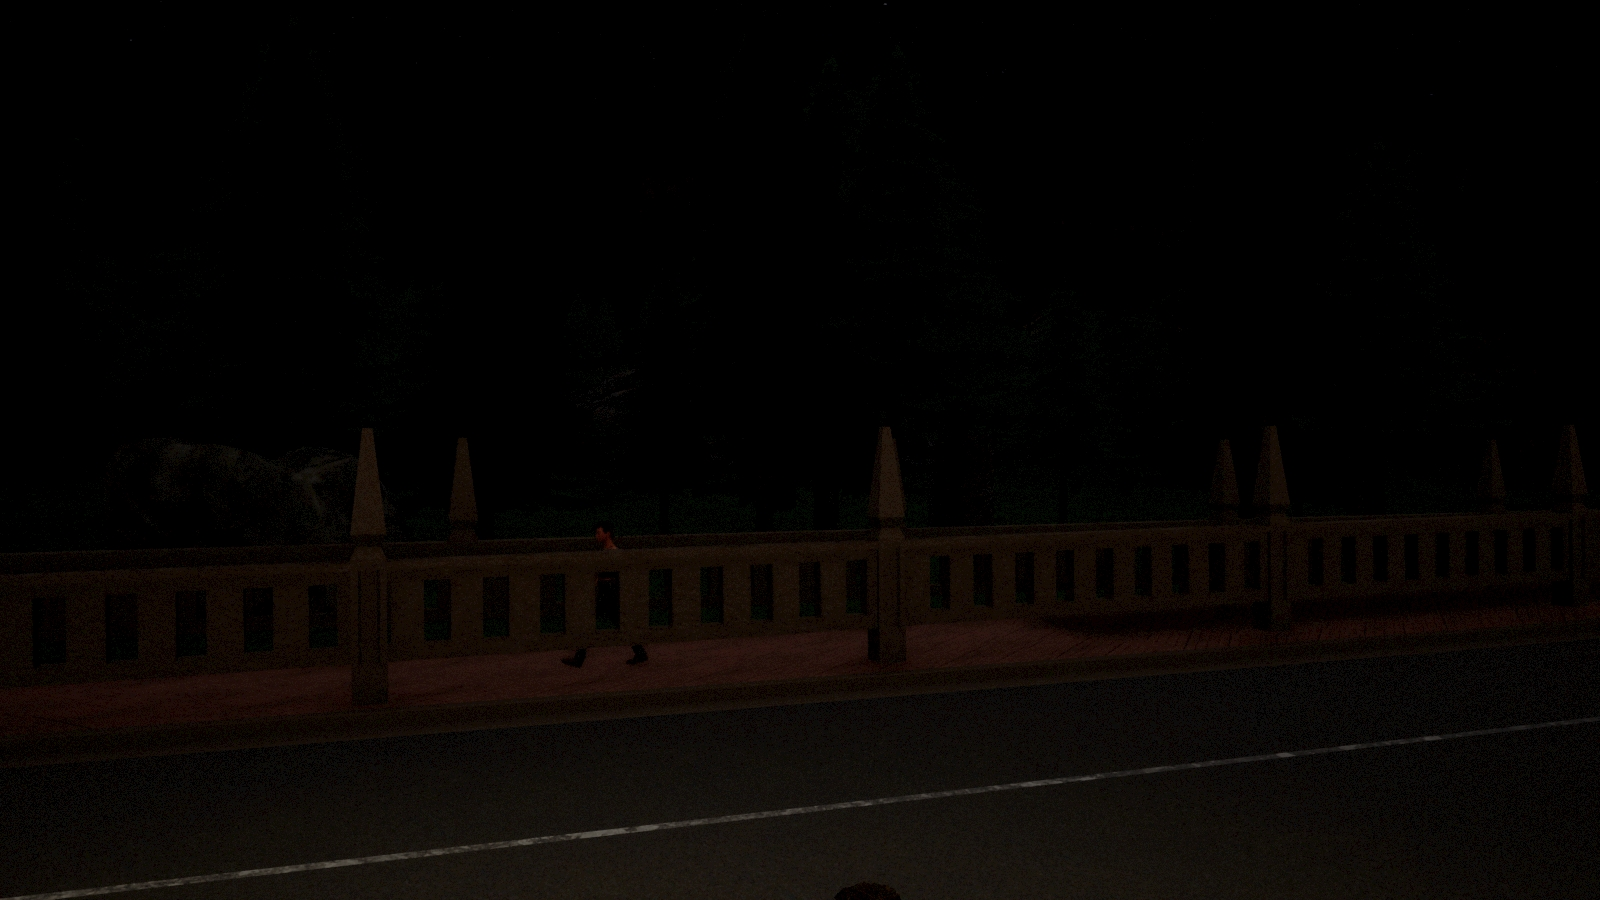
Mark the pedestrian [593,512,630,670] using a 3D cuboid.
[{"bbox_3d":[-2.287,1.694,13.870,0.375,1.860,0.375,0,0,-20],"label":"pedestrian"}]
